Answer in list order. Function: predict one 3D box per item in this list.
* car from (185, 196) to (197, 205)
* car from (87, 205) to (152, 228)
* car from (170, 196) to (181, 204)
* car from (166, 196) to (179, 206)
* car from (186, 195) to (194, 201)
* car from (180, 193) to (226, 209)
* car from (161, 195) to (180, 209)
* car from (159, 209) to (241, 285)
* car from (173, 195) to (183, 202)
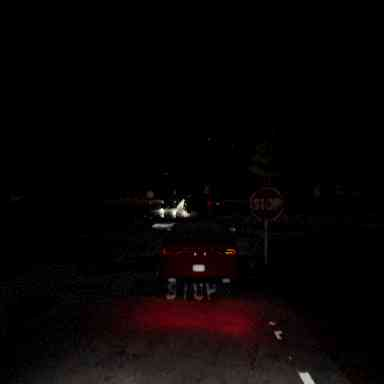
[{"bbox_3d":[-0.203,1.508,60.362,1.994,1.385,4.181,0,0,0],"label":"car"},{"bbox_3d":[-4.772,1.584,22.167,4.181,1.385,1.994,-1,0,0],"label":"car"},{"bbox_3d":[-3.109,1.511,63.902,1.994,1.385,4.181,0,0,0],"label":"car"},{"bbox_3d":[-3.081,1.422,54.008,1.882,1.535,5.008,0,0,0],"label":"car"},{"bbox_3d":[-0.479,1.524,84.726,1.994,1.385,4.181,0,0,0],"label":"car"},{"bbox_3d":[1.186,1.170,32.576,2.150,2.045,5.566,-2,1,-26],"label":"car"},{"bbox_3d":[-3.007,1.299,44.533,2.097,1.767,4.553,0,0,-1],"label":"car"},{"bbox_3d":[0.258,1.461,9.481,1.882,1.535,5.008,0,0,3],"label":"car"},{"bbox_3d":[-3.161,1.456,75.143,2.033,1.411,5.357,0,0,0],"label":"car"}]
